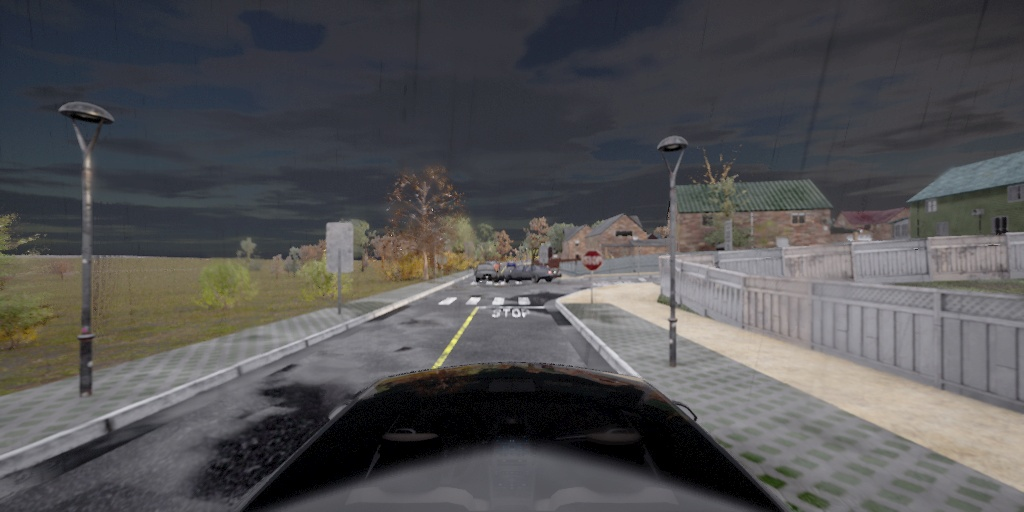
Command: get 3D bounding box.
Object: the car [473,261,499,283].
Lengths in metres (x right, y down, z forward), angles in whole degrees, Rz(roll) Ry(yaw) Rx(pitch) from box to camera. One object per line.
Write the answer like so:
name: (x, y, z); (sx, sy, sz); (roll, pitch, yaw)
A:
car: (-2.299, 1.450, 30.732); (1.837, 1.490, 4.892); (0, 0, -8)

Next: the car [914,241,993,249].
car: (23.858, -0.090, 19.830); (4.902, 1.511, 2.128); (-3, -1, 14)

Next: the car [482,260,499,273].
car: (-2.930, 1.445, 50.549); (2.097, 1.767, 4.553); (0, 0, 1)

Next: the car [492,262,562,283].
car: (1.293, 1.371, 27.827); (5.357, 1.411, 2.033); (-4, -4, 43)

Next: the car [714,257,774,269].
car: (14.353, 0.548, 22.232); (4.181, 1.385, 1.994); (-3, -1, 16)
